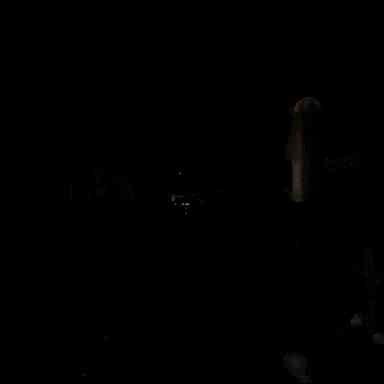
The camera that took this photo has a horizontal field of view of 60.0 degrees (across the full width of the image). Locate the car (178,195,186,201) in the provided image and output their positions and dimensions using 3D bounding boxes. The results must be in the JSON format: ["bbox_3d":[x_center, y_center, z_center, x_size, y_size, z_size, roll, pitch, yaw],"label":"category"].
[{"bbox_3d":[-2.767,1.603,90.194,2.033,1.411,5.357,0,0,0],"label":"car"}]

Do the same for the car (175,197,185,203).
[{"bbox_3d":[-2.763,1.739,73.976,1.812,1.442,4.674,0,0,0],"label":"car"}]
